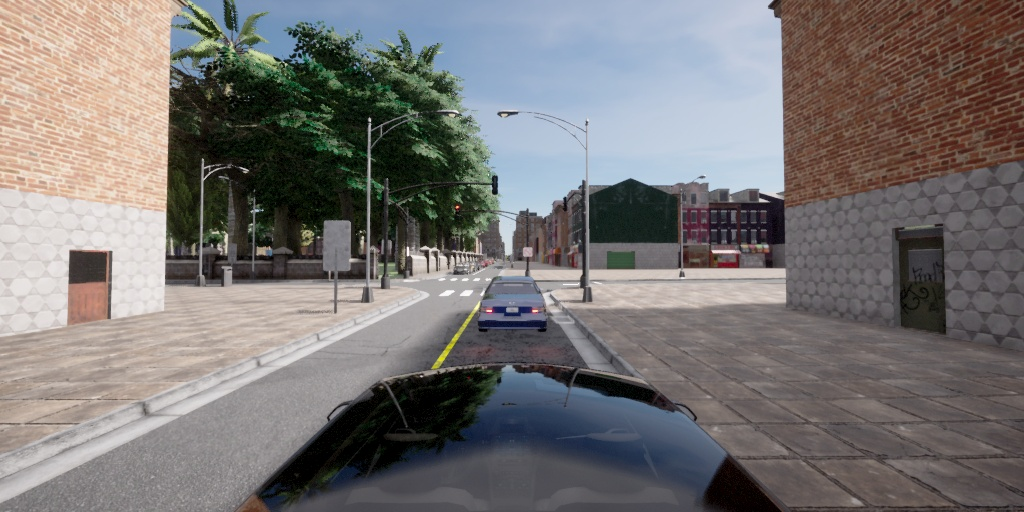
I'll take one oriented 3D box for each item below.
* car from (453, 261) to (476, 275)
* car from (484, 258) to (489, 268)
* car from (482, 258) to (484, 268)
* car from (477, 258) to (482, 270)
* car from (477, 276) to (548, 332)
[{"bbox_3d":[-5.497,1.336,39.996,2.007,1.370,4.403,0,0,0],"label":"car"},{"bbox_3d":[-5.641,1.422,63.481,1.802,1.307,4.207,0,0,0],"label":"car"},{"bbox_3d":[-5.562,1.375,52.581,1.948,1.339,4.313,0,0,0],"label":"car"},{"bbox_3d":[-5.522,1.348,47.131,2.007,1.370,4.403,0,0,0],"label":"car"},{"bbox_3d":[0.027,1.302,10.850,2.033,1.411,5.357,0,0,0],"label":"car"}]
